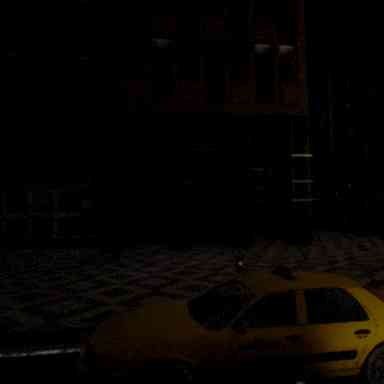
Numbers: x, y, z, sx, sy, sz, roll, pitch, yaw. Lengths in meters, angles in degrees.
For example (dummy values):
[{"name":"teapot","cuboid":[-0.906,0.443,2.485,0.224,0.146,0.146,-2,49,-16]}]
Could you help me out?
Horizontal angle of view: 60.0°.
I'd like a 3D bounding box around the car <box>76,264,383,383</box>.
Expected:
[{"name":"car","cuboid":[1.015,1.717,4.512,4.829,1.417,1.752,-1,-2,-8]}]
